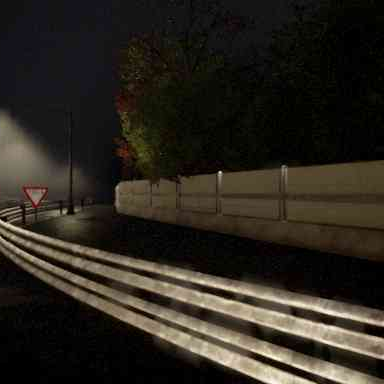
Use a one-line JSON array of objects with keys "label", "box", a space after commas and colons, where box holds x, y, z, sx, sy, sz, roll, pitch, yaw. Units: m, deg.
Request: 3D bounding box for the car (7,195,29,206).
[{"label": "car", "box": [-28.966, 1.559, 54.953, 1.994, 1.385, 4.181, 0, 0, -14]}]
